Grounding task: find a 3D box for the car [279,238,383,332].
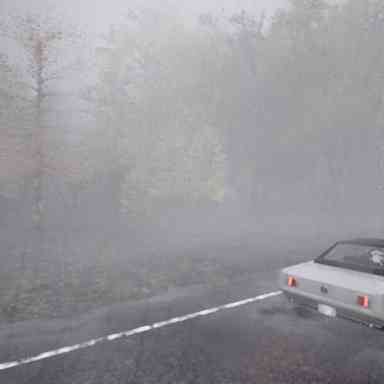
[{"bbox_3d":[3.957,1.585,6.568,4.718,1.301,1.895,0,0,-35],"label":"car"}]
